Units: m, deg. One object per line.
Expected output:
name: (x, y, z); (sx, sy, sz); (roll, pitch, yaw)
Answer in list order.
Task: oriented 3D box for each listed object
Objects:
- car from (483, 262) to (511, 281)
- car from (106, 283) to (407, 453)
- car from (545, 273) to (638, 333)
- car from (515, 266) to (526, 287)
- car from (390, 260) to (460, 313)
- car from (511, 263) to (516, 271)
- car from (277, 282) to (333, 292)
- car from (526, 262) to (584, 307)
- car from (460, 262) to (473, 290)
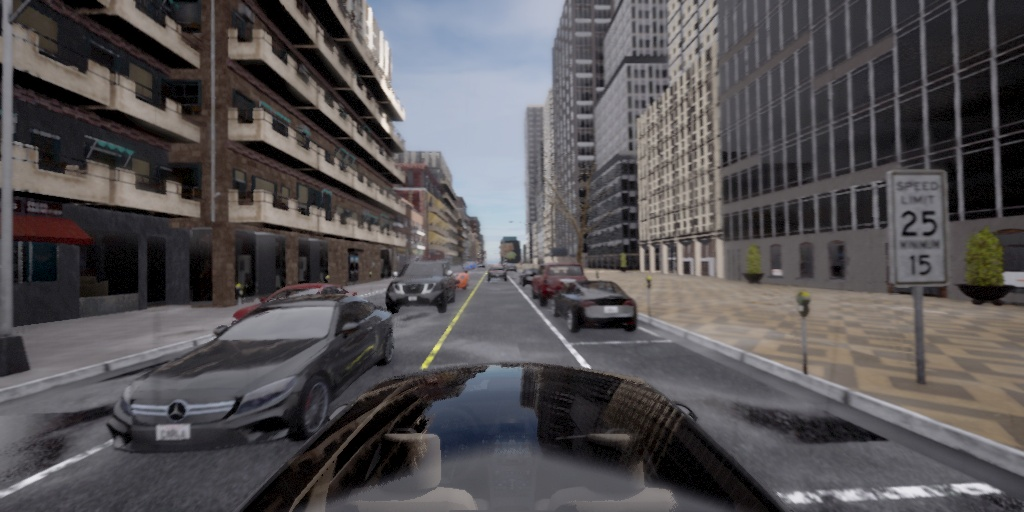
car: (-1.472, 1.667, 35.730); (2.128, 1.511, 4.902); (-1, -1, -3)
car: (-3.198, 1.373, 5.592); (1.812, 1.442, 4.674); (-1, -1, -3)
car: (2.351, 1.385, 10.919); (1.948, 1.339, 4.313); (0, 0, -3)
car: (1.541, 1.596, 27.466); (1.948, 1.339, 4.313); (0, 0, -3)
car: (-3.693, 1.193, 15.501); (2.150, 2.045, 5.566); (-1, -1, -3)
car: (-0.078, 2.033, 60.560); (1.948, 1.339, 4.313); (0, 0, -3)
car: (-6.018, 1.496, 10.509); (1.888, 1.381, 4.507); (0, 0, -3)
car: (2.081, 1.203, 16.435); (2.192, 1.841, 5.009); (0, 0, -3)
car: (-4.196, 1.455, 25.769); (2.097, 1.767, 4.553); (-1, -1, -4)
